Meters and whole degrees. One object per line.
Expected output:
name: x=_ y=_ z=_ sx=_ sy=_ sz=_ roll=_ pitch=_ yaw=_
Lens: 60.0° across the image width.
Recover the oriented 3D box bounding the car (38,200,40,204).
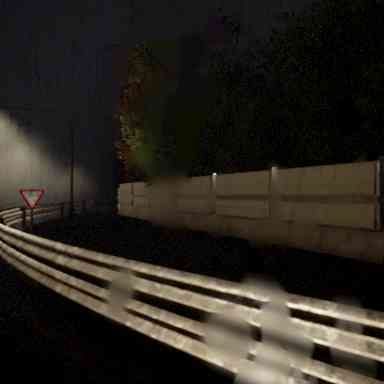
car: x=-35.829 y=1.986 z=75.883 sx=1.882 sy=1.535 sz=5.008 roll=0 pitch=0 yaw=-26
